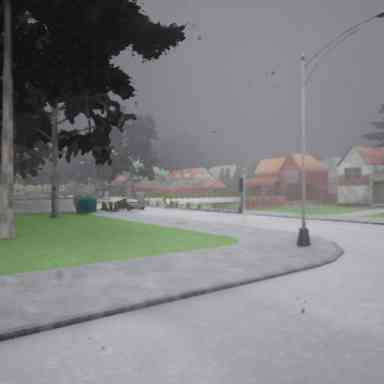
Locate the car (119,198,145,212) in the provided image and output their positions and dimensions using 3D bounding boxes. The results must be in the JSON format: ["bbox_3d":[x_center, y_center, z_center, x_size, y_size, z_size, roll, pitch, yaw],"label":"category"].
[{"bbox_3d":[-7.106,1.437,38.179,1.812,1.442,4.674,0,0,-36],"label":"car"}]
